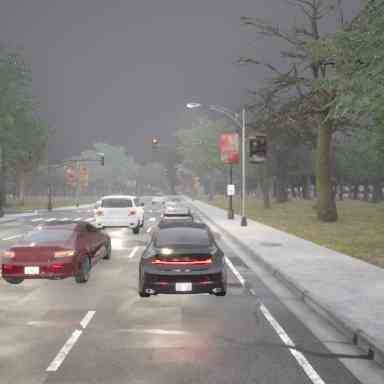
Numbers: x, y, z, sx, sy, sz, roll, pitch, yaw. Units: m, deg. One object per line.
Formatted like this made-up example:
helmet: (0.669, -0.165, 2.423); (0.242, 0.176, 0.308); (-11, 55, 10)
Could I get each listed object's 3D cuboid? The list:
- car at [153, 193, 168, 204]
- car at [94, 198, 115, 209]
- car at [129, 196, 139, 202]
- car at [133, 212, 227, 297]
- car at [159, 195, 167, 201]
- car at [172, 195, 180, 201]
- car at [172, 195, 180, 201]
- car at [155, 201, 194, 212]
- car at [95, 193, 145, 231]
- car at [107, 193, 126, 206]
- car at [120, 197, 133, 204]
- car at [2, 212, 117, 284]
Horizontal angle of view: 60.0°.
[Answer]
car: (-6.161, 1.257, 62.519); (2.150, 2.045, 5.566); (0, 0, -3)
car: (-12.056, 1.544, 45.966); (1.812, 1.442, 4.674); (0, 0, -3)
car: (-13.512, 1.591, 77.600); (1.895, 1.301, 4.718); (0, 0, -3)
car: (-0.264, 1.506, 8.573); (1.837, 1.490, 4.892); (0, 0, -3)
car: (-7.469, 1.549, 87.072); (1.882, 1.535, 5.008); (0, 0, -3)
car: (-4.183, 1.473, 86.398); (2.128, 1.511, 4.902); (0, 0, -3)
car: (-3.672, 1.592, 75.995); (2.033, 1.411, 5.357); (0, 0, -3)
car: (-0.868, 1.496, 18.888); (2.128, 1.511, 4.902); (0, 0, -3)
car: (-4.015, 1.226, 19.219); (2.150, 2.045, 5.566); (0, 0, -5)
car: (-12.524, 1.249, 55.757); (2.150, 2.045, 5.566); (0, 0, -2)
car: (-12.958, 1.641, 65.867); (1.895, 1.301, 4.718); (0, 0, -2)
car: (-3.566, 1.527, 9.474); (1.812, 1.442, 4.674); (0, 0, -3)
